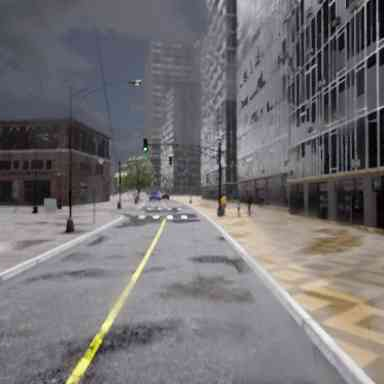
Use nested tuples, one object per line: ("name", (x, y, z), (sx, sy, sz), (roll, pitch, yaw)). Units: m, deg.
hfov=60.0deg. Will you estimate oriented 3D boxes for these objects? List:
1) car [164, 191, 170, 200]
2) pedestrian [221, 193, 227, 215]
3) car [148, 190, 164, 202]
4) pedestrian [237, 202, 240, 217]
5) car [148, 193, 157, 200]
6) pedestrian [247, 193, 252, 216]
("car", (-6.258, 1.105, 77.593), (1.837, 1.490, 4.892), (0, 0, -10))
("pedestrian", (2.673, 1.012, 27.813), (0.375, 1.860, 0.375), (1, -1, -3))
("car", (-7.264, 0.893, 65.540), (2.150, 2.045, 5.566), (0, 1, -7))
("pedestrian", (3.737, 1.403, 26.665), (0.500, 1.100, 0.500), (1, -1, -3))
("car", (-9.613, 1.049, 81.090), (1.882, 1.535, 5.008), (0, 0, -10))
("pedestrian", (4.702, 1.032, 27.324), (0.375, 1.860, 0.375), (1, -1, -3))
